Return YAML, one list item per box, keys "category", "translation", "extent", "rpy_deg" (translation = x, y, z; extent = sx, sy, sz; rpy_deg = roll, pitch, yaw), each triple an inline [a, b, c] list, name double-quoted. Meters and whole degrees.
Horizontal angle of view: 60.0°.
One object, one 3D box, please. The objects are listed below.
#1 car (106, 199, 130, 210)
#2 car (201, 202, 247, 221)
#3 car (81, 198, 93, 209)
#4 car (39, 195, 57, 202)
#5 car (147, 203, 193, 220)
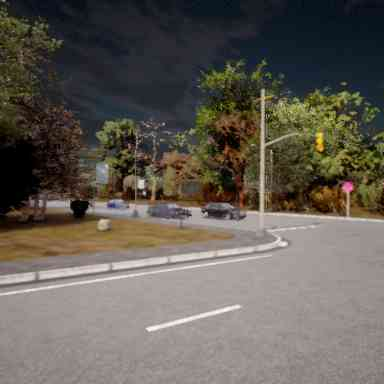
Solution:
- category: "car"
  translation: [-10.552, 1.745, 47.174]
  extent: [1.812, 1.442, 4.674]
  rpy_deg: [1, 0, -38]
- category: "car"
  translation: [2.869, 1.739, 30.362]
  extent: [1.837, 1.490, 4.892]
  rpy_deg: [1, 0, -39]
- category: "car"
  translation: [-16.196, 1.653, 48.668]
  extent: [1.882, 1.535, 5.008]
  rpy_deg: [1, -1, -38]
- category: "car"
  translation: [-37.750, 1.717, 86.893]
  extent: [1.837, 1.490, 4.892]
  rpy_deg: [1, 0, -39]
- category: "car"
  translation: [-2.210, 1.738, 31.108]
  extent: [2.033, 1.411, 5.357]
  rpy_deg: [1, 0, -39]
